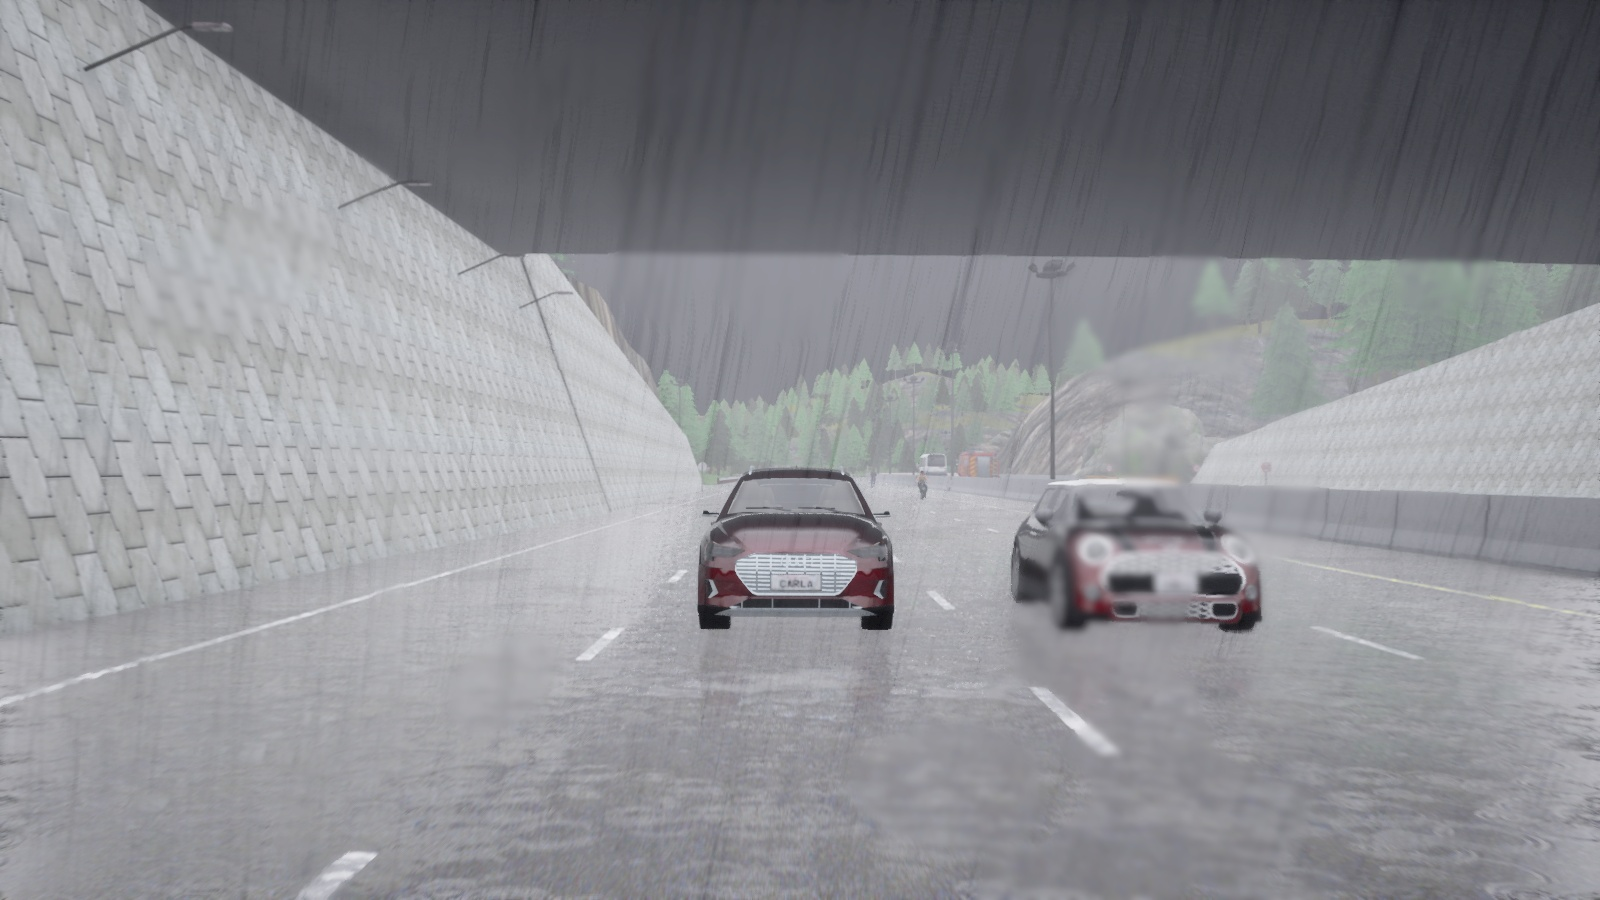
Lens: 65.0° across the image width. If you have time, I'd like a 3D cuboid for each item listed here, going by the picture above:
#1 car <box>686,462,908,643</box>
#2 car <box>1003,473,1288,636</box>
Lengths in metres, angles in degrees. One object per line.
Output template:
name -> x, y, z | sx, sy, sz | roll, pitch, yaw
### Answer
car -> -0.034, 0.978, 13.947 | 2.033, 1.649, 4.856 | 0, -1, 0
car -> 3.467, 0.990, 13.395 | 1.970, 1.475, 3.806 | 0, -1, 0
